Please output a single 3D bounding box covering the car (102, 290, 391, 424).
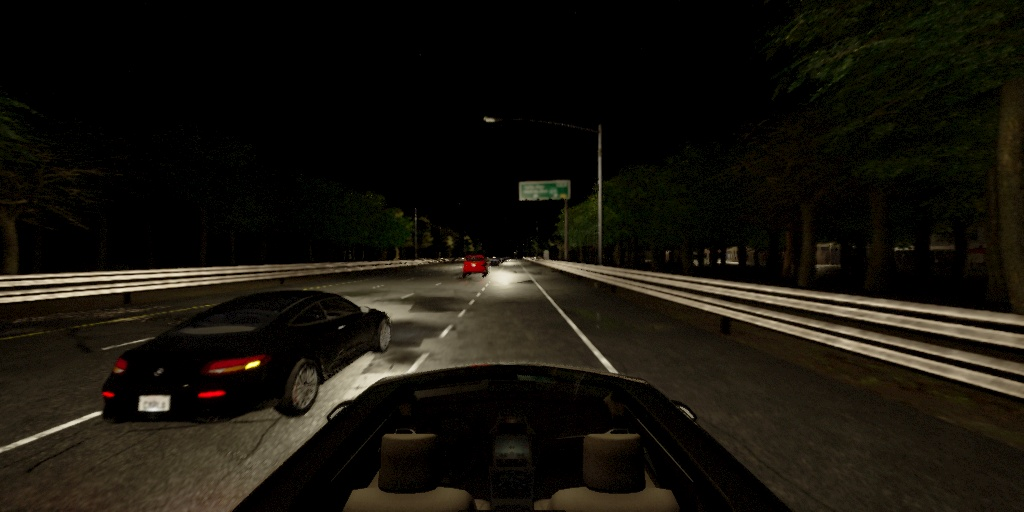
[{"bbox_3d":[-3.498,1.276,5.814,1.812,1.442,4.674,0,0,0],"label":"car"}]

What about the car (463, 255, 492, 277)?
[{"bbox_3d":[-3.438,0.960,35.039,2.150,2.045,5.566,0,0,0],"label":"car"}]
